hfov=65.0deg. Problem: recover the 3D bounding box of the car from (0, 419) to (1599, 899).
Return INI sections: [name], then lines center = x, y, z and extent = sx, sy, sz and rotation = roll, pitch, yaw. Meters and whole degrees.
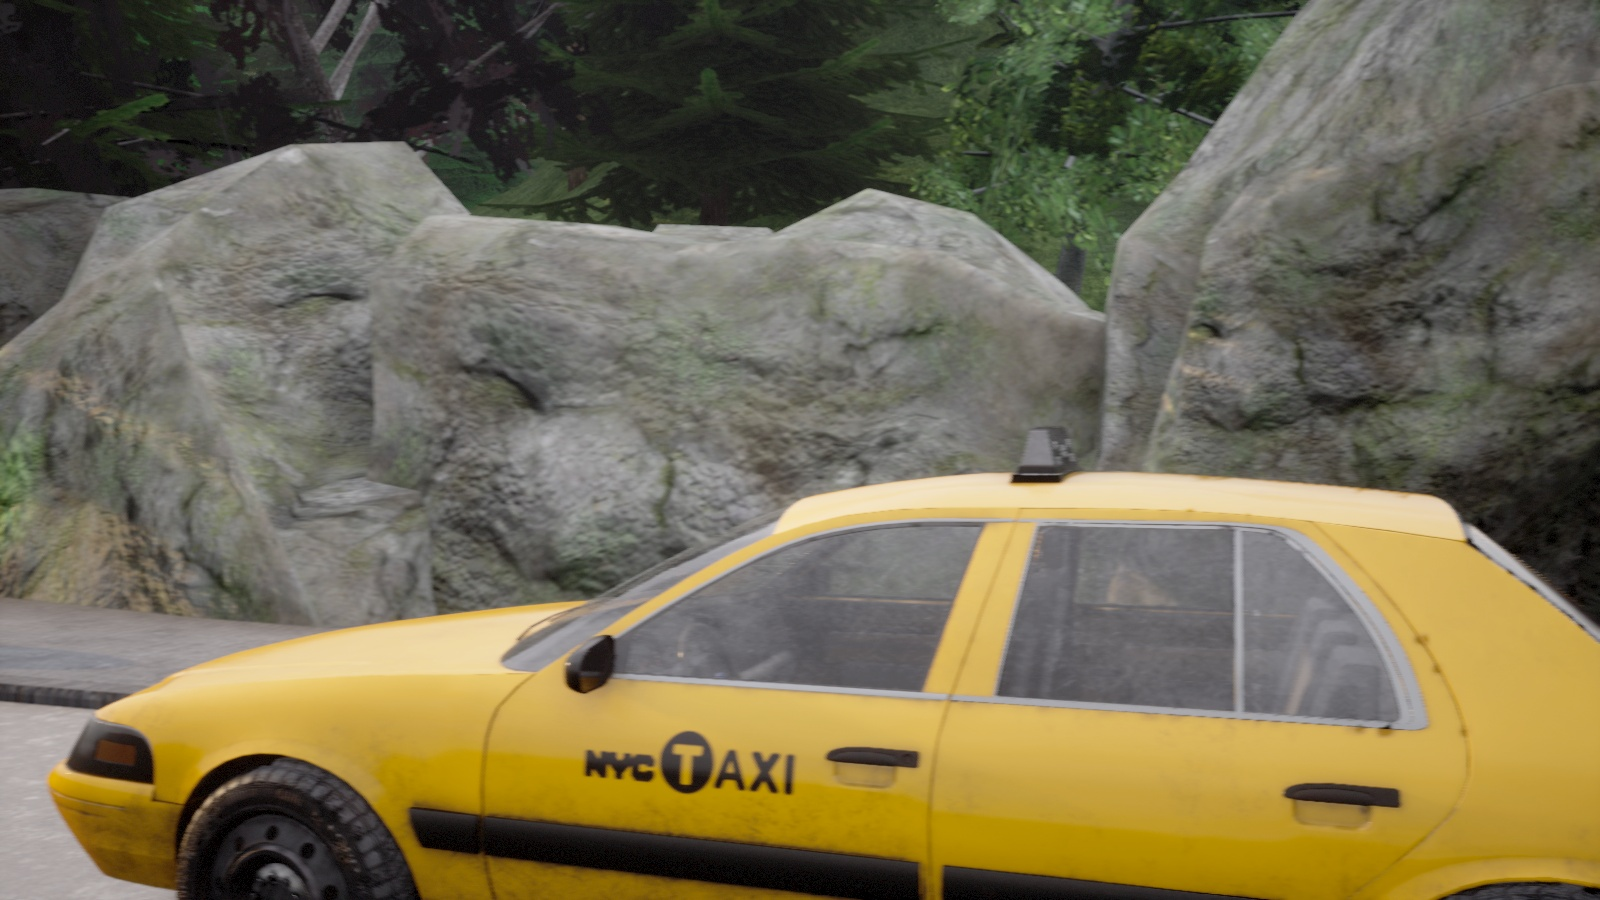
[car]
center = 0.494, 0.709, 3.554
extent = 5.366, 1.575, 1.801
rotation = 0, 1, 19
